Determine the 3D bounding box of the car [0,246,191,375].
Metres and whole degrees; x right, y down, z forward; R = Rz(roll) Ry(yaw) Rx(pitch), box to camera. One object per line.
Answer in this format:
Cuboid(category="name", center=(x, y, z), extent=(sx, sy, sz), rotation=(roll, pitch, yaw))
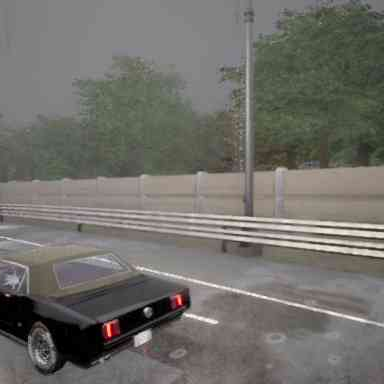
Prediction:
Cuboid(category="car", center=(-2.429, 1.602, 5.606), extent=(4.718, 1.301, 1.895), rotation=(0, 0, 36))
